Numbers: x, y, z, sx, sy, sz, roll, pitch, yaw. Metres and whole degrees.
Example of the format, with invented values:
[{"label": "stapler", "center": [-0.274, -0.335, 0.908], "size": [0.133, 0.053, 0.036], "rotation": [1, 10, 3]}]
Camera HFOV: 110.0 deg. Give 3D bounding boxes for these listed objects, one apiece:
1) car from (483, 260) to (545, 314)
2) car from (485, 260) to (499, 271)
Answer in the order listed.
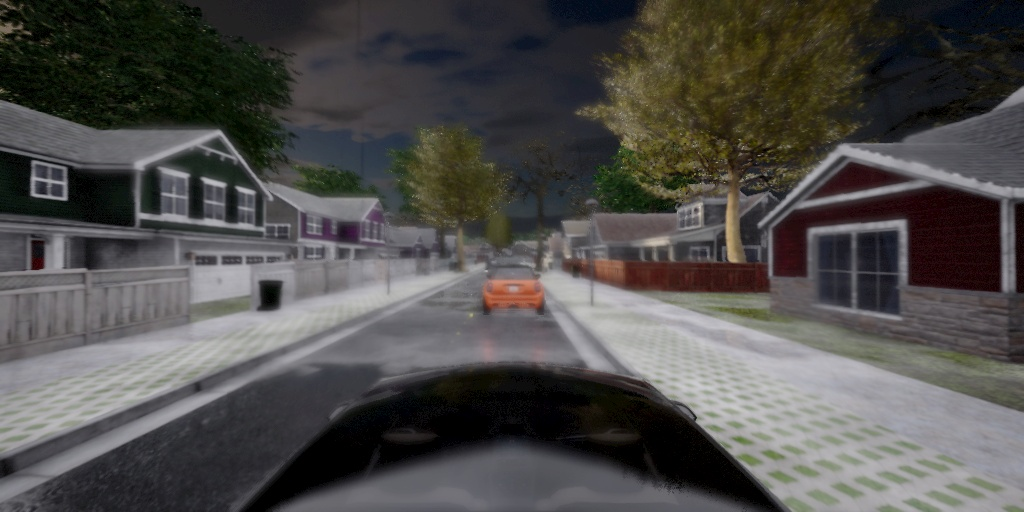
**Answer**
[{"label": "car", "center": [0.070, 1.098, 13.830], "size": [2.097, 1.767, 4.553], "rotation": [0, 0, 0]}, {"label": "car", "center": [-2.824, 1.320, 51.571], "size": [1.812, 1.442, 4.674], "rotation": [0, 0, 0]}]
